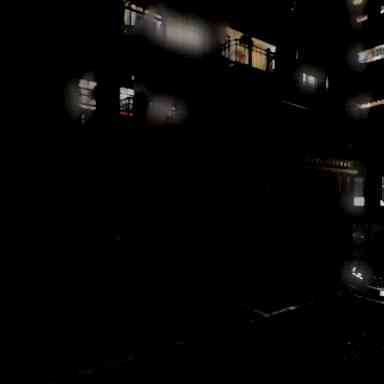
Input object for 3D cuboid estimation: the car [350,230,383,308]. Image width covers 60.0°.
[{"bbox_3d":[5.341,1.528,7.182,4.892,1.490,1.837,0,0,-35],"label":"car"}]
